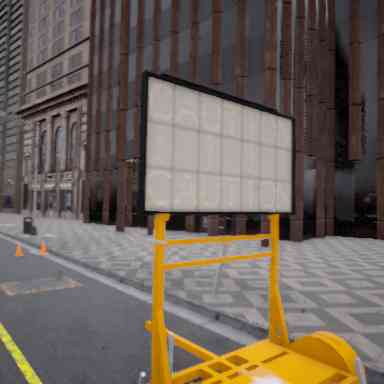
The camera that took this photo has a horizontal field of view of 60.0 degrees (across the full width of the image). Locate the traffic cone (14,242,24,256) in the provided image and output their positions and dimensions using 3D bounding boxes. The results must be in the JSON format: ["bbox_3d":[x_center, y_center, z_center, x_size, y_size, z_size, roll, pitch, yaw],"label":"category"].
[{"bbox_3d":[-7.464,2.441,14.349,0.340,0.580,0.340,3,-3,-39],"label":"traffic cone"}]

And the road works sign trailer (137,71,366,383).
[{"bbox_3d":[0.280,0.656,3.930,2.380,3.560,2.880,3,-3,-39],"label":"road works sign trailer"}]

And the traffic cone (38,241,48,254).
[{"bbox_3d":[-6.693,2.485,14.984,0.340,0.580,0.340,3,-3,-39],"label":"traffic cone"}]
